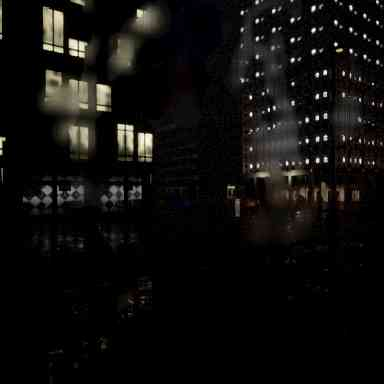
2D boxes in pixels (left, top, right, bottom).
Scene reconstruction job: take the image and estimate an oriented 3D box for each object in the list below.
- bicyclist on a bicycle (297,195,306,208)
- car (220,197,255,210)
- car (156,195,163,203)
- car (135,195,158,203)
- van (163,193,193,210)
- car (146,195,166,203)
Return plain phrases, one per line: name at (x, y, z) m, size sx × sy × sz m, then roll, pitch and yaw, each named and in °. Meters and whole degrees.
bicyclist on a bicycle at (12.950, 1.117, 39.221) m, size 1.656 × 1.620 × 0.582 m, roll -1°, pitch 1°, yaw -34°
car at (5.467, 1.316, 40.353) m, size 1.882 × 1.535 × 5.008 m, roll -1°, pitch 1°, yaw -34°
car at (-3.842, 1.035, 58.721) m, size 2.192 × 1.841 × 5.009 m, roll 0°, pitch 0°, yaw -34°
car at (-8.383, 1.269, 60.790) m, size 2.033 × 1.411 × 5.357 m, roll -1°, pitch 1°, yaw -34°
van at (-1.440, 1.210, 40.266) m, size 1.690 × 1.788 × 3.998 m, roll 0°, pitch 0°, yaw -34°
car at (-6.954, 1.238, 63.305) m, size 1.887 × 1.381 × 4.507 m, roll 0°, pitch 0°, yaw -34°
